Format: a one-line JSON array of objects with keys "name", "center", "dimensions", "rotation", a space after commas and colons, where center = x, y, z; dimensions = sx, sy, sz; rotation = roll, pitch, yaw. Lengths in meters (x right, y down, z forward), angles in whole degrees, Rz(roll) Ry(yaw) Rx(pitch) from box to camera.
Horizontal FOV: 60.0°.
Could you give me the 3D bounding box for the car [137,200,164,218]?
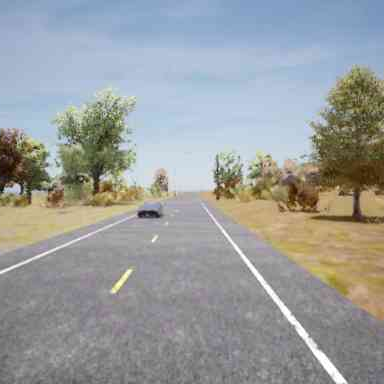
[{"name": "car", "center": [-3.502, 1.432, 28.909], "dimensions": [2.033, 1.411, 5.357], "rotation": [0, 0, 0]}]
